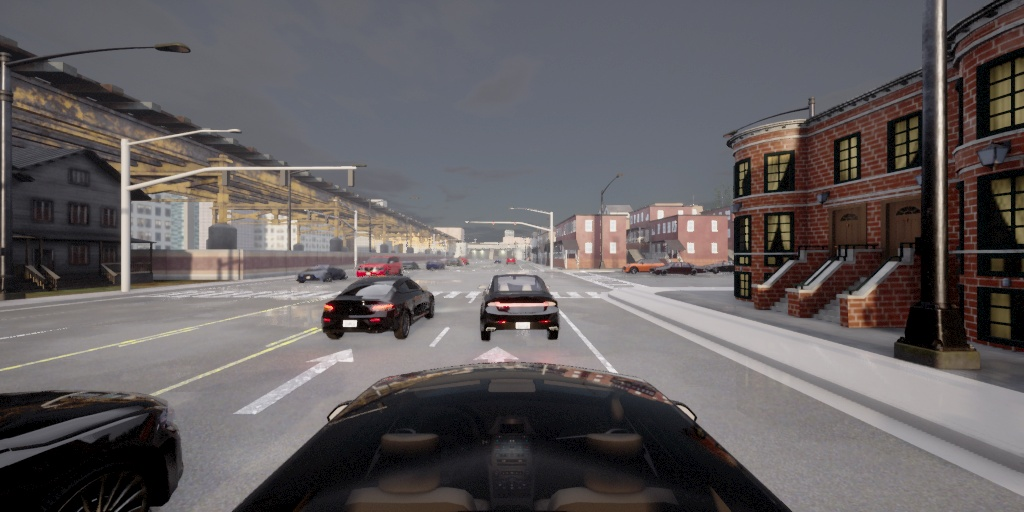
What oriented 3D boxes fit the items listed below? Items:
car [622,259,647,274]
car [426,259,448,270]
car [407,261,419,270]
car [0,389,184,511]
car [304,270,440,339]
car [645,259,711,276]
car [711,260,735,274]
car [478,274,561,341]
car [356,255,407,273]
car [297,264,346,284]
[{"bbox_3d":[14.742,1.102,40.214,4.553,1.767,2.097,0,0,0],"label":"car"},{"bbox_3d":[-10.732,1.351,50.272,1.895,1.301,4.718,0,0,0],"label":"car"},{"bbox_3d":[-14.230,1.313,49.417,1.994,1.385,4.181,0,0,-1],"label":"car"},{"bbox_3d":[-3.395,1.242,0.684,2.128,1.511,4.902,0,0,0],"label":"car"},{"bbox_3d":[-3.450,1.276,9.951,1.812,1.442,4.674,0,0,0],"label":"car"},{"bbox_3d":[16.898,1.297,36.730,5.357,1.411,2.033,0,0,0],"label":"car"},{"bbox_3d":[23.889,1.241,40.242,4.902,1.511,2.128,0,0,0],"label":"car"},{"bbox_3d":[0.092,1.242,9.918,2.128,1.511,4.902,0,0,-3],"label":"car"},{"bbox_3d":[-10.678,0.971,29.395,2.150,2.045,5.566,0,0,0],"label":"car"},{"bbox_3d":[-14.171,1.314,26.912,1.994,1.385,4.181,0,0,0],"label":"car"}]
